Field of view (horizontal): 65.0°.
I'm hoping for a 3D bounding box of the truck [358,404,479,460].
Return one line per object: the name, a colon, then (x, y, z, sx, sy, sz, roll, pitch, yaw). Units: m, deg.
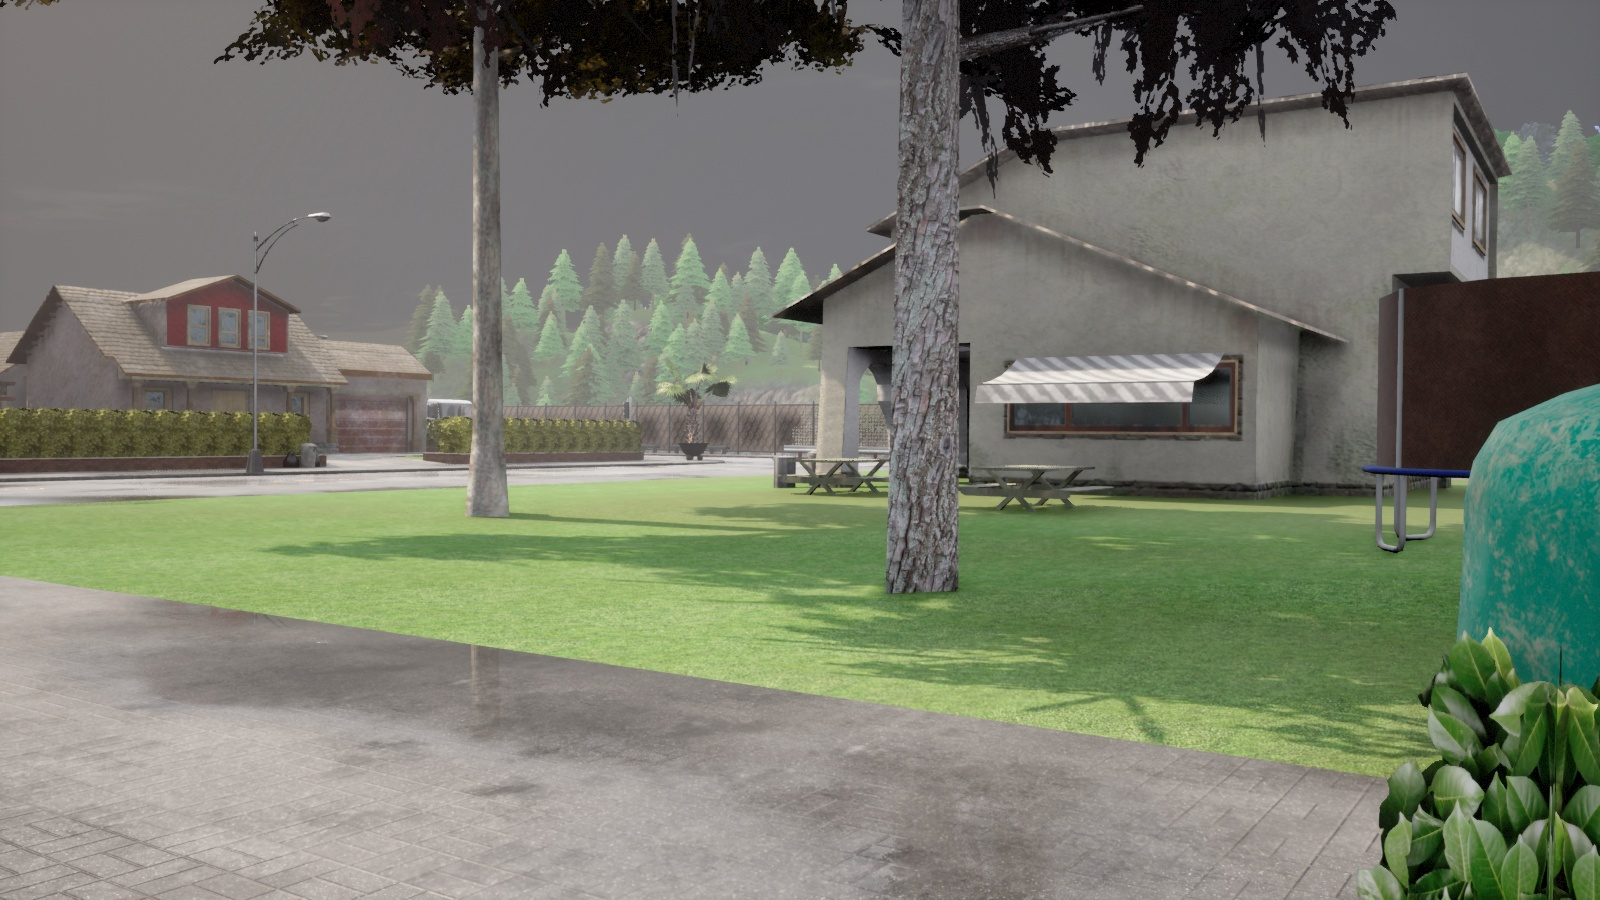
truck: (-24.303, -1.120, 79.790, 7.936, 3.462, 2.891, 0, 1, 33)
